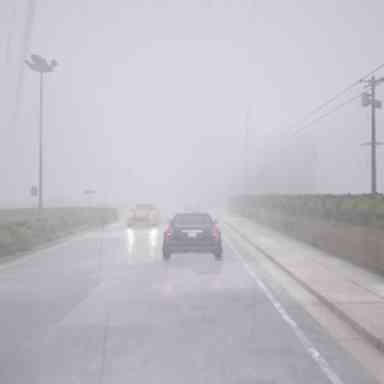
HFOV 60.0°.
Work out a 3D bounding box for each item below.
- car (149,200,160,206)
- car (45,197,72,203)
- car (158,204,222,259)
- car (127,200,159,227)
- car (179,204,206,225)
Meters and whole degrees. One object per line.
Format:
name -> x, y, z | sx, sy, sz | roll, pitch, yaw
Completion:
car -> -8.511, 2.432, 75.624 | 1.895, 1.301, 4.718 | 0, -1, 1
car -> -28.710, 2.010, 71.339 | 5.566, 2.045, 2.150 | 0, -1, 0
car -> 0.028, 1.501, 13.404 | 2.097, 1.767, 4.553 | 0, -1, 1
car -> -3.510, 1.629, 25.003 | 2.097, 1.767, 4.553 | 0, -1, 0
car -> 0.031, 1.810, 28.491 | 2.128, 1.511, 4.902 | 0, 0, 0
